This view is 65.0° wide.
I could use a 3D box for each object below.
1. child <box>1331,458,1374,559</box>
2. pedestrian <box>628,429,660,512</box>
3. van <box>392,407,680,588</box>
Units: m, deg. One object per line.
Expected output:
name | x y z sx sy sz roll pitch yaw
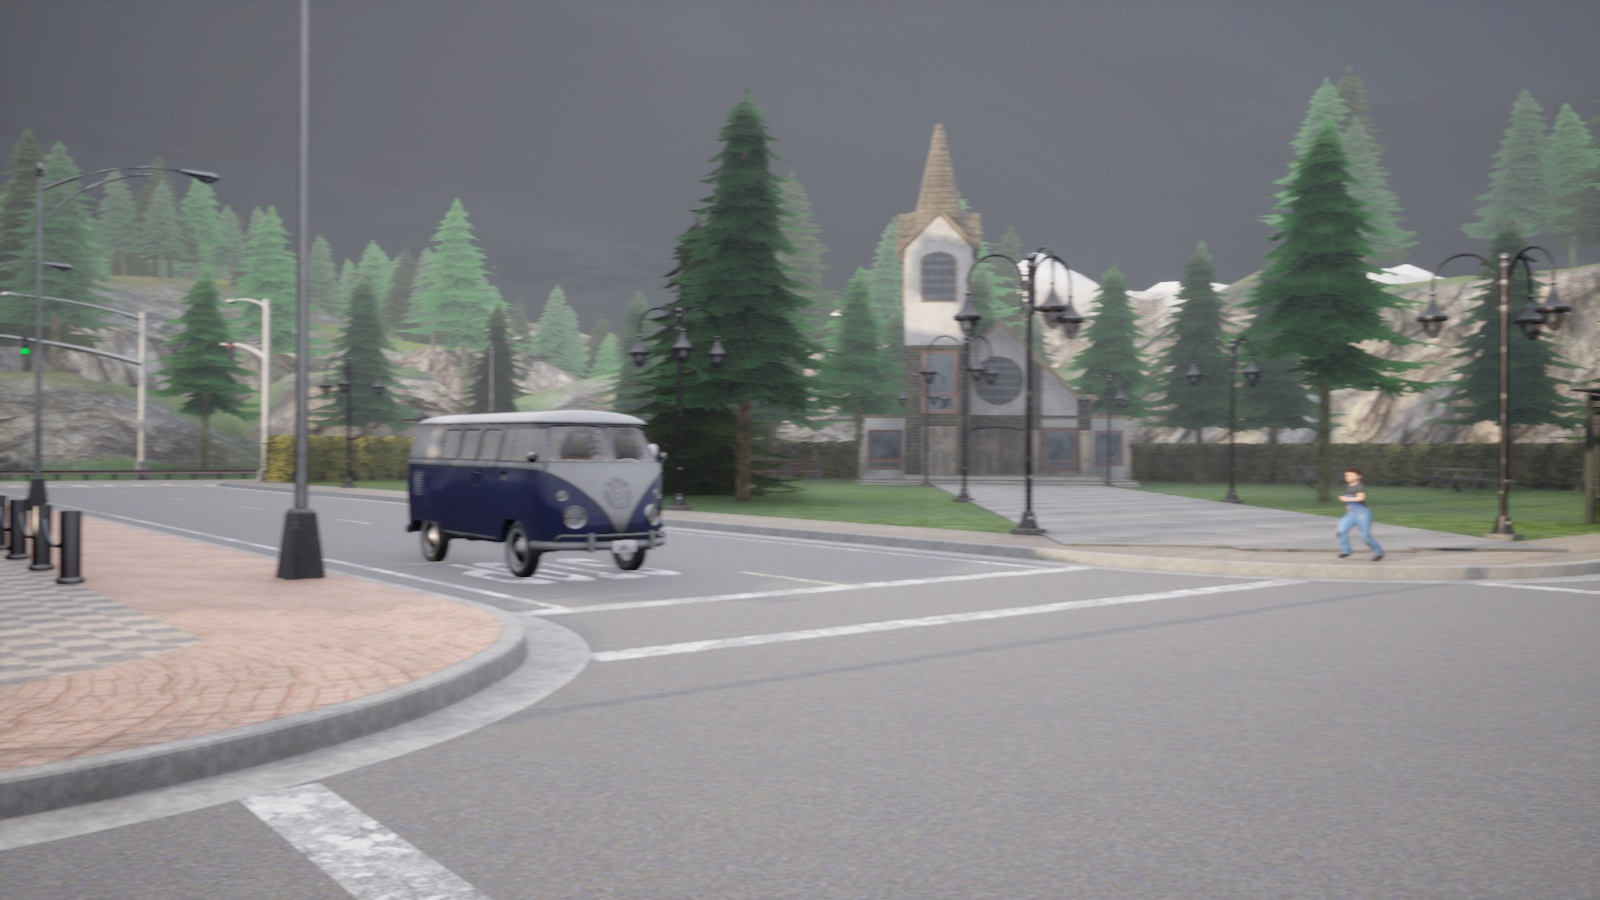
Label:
child | 7.006 0.732 15.928 0.437 1.263 0.270 0 0 -20
pedestrian | -3.528 0.456 28.325 0.354 1.836 0.706 0 0 -44
van | -3.521 0.514 16.109 1.775 1.987 4.442 0 0 -39
